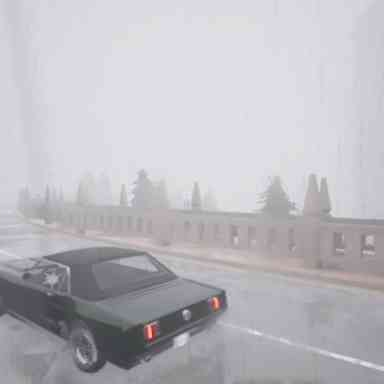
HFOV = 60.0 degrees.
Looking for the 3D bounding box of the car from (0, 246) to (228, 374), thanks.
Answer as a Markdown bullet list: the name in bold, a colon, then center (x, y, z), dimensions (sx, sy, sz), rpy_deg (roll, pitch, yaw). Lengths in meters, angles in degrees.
- **car**: center (-1.843, 1.623, 5.705), dimensions (4.718, 1.301, 1.895), rpy_deg (0, 0, 39)
